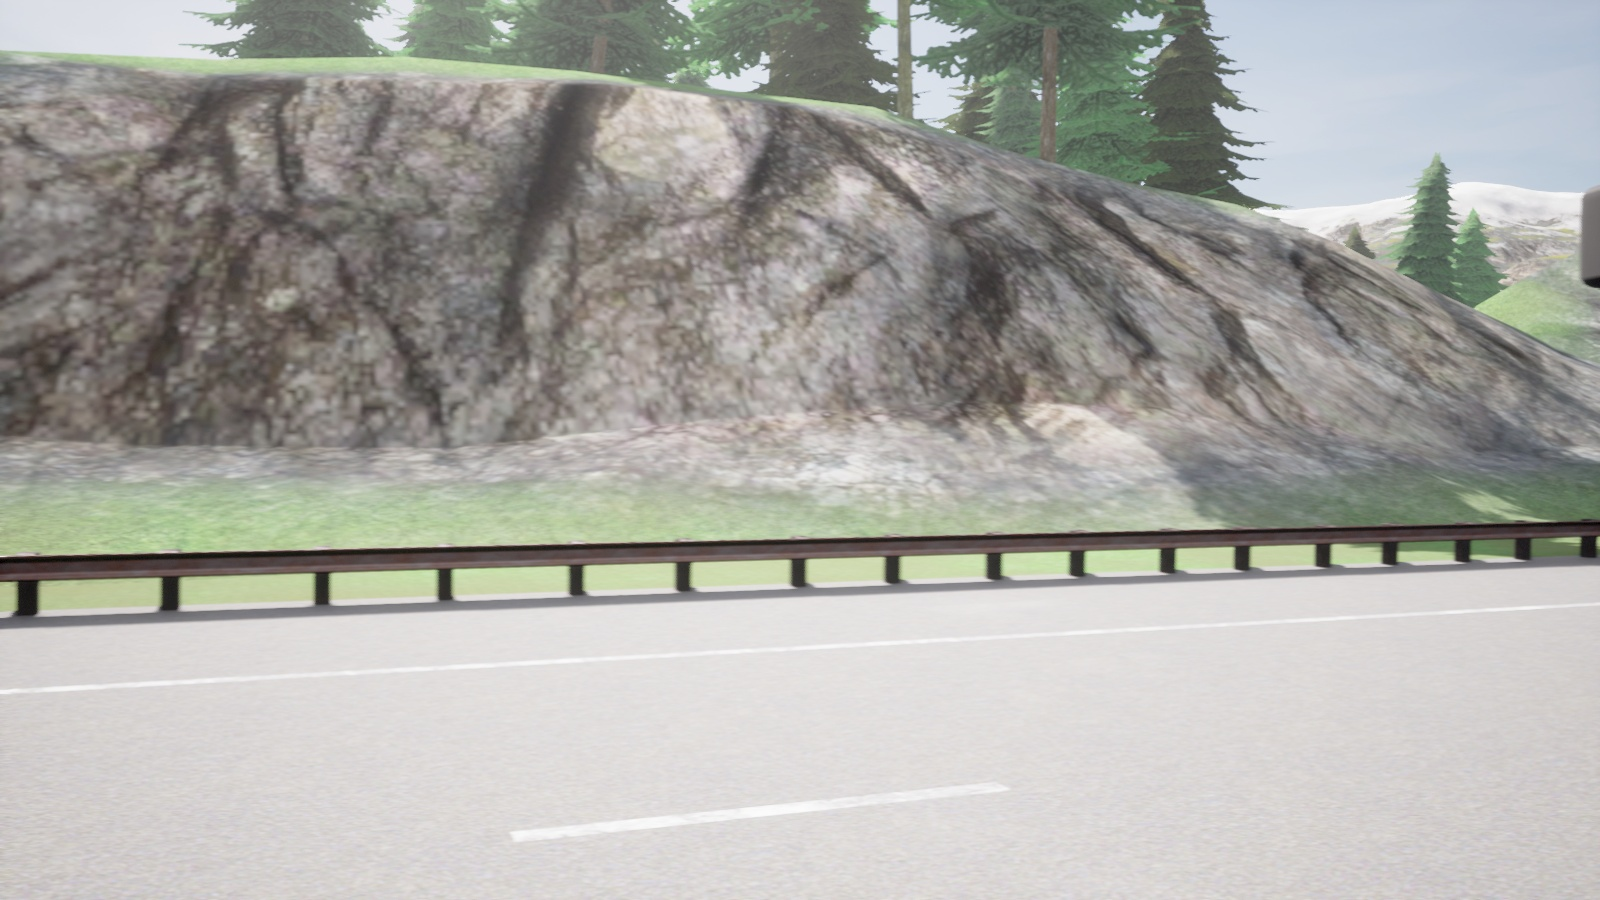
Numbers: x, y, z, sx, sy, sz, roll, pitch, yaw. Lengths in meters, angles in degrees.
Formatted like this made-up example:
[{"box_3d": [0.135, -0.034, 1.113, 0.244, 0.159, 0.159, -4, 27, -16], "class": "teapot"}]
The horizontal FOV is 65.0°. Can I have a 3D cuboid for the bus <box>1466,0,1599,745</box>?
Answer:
[{"box_3d": [9.050, -0.785, 6.658, 10.273, 4.253, 3.944, -1, 1, -21], "class": "bus"}]
